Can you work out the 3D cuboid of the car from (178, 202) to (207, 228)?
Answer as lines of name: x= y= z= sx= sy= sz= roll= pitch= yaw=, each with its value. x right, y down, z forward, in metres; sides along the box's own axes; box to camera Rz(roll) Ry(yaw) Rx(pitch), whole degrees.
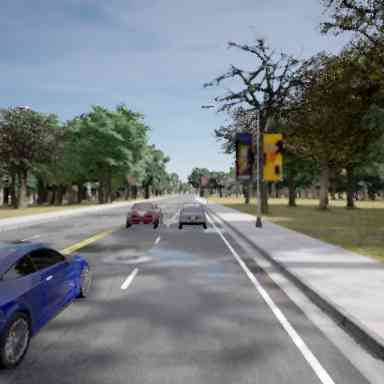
car: x=0.034 y=1.667 z=23.011 sx=2.033 sy=1.411 sz=5.357 roll=0 pitch=0 yaw=-1

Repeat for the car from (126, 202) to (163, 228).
car: x=-3.214 y=1.474 z=23.350 sx=2.097 sy=1.767 sz=4.553 roll=0 pitch=0 yaw=0

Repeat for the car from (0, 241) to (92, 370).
car: x=-3.158 y=1.555 z=5.606 sx=1.812 sy=1.442 sz=4.674 roll=0 pitch=0 yaw=0
